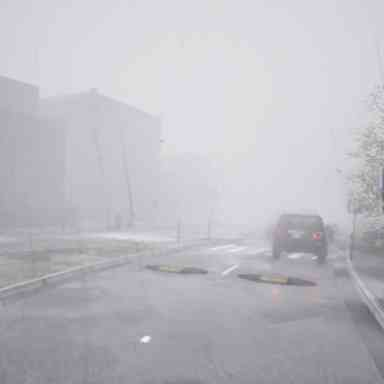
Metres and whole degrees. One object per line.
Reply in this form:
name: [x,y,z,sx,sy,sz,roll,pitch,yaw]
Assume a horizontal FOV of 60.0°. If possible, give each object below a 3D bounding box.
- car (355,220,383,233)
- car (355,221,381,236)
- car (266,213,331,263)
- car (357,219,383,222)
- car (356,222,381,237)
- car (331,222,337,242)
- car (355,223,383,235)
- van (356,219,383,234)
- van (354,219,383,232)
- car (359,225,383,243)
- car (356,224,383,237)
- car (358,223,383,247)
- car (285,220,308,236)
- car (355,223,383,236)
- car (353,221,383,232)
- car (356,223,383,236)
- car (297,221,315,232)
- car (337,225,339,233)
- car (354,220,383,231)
car: [28.794,5.570,53.606,4.553,1.767,2.185,1,-3,25]
car: [19.272,4.135,33.640,5.366,1.575,1.946,1,-4,25]
car: [5.253,2.056,15.806,2.150,2.045,5.566,1,-4,24]
car: [21.744,4.424,38.552,4.553,1.767,2.185,1,-4,25]
car: [15.941,3.503,26.101,5.008,1.535,2.097,1,-4,25]
car: [11.757,3.549,29.957,1.882,1.535,5.008,1,-4,25]
car: [26.457,5.350,48.478,4.792,1.488,2.163,1,-3,25]
van: [27.711,5.283,50.942,4.442,1.987,1.878,1,-3,25]
van: [31.001,5.809,58.515,4.442,1.987,1.878,1,-3,25]
car: [18.298,3.962,31.054,4.792,1.488,2.163,1,-4,25]
car: [22.931,4.786,41.025,4.674,1.452,2.002,1,-4,25]
car: [14.775,3.287,23.614,4.892,1.521,2.231,1,-4,25]
car: [12.254,4.133,38.921,1.882,1.535,5.008,1,-4,25]
car: [25.238,5.164,46.017,4.792,1.488,2.163,1,-3,25]
car: [29.924,5.864,55.964,4.892,1.521,2.231,1,-3,25]
car: [24.100,4.981,43.510,4.674,1.452,2.002,1,-4,25]
car: [16.501,4.945,48.003,1.994,1.385,4.181,1,-4,25]
car: [18.952,4.833,45.413,2.128,1.511,4.902,1,-4,25]
car: [32.295,6.076,60.936,4.553,1.767,2.185,1,-3,25]
